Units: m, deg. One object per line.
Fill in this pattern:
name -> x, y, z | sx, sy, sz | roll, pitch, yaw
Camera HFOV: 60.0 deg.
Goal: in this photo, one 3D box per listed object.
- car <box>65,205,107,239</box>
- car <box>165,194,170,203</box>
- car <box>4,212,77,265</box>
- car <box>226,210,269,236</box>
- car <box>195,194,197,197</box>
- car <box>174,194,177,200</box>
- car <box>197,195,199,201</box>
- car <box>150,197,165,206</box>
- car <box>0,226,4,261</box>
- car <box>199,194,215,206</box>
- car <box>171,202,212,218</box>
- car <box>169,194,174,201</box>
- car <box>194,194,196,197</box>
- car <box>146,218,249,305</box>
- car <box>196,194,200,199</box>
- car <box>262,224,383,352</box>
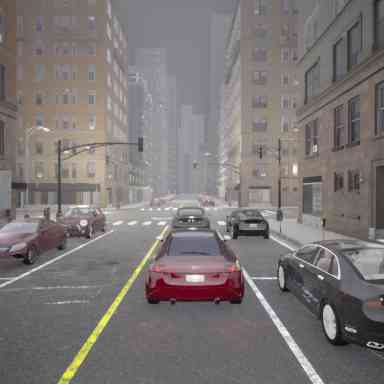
car -> -5.752, 1.441, 17.118 | 1.967, 1.590, 4.097 | 0, 0, 0
car -> -5.937, 1.606, 65.037 | 2.008, 1.369, 4.403 | 0, 0, 0
car -> -5.725, 1.582, 11.617 | 1.802, 1.307, 4.206 | 0, 0, 0
car -> 2.773, 1.566, 17.160 | 1.947, 1.339, 4.313 | 0, 0, 0
car -> 2.517, 1.559, 86.704 | 1.967, 1.590, 4.097 | 0, 0, 0
car -> -6.025, 1.456, 92.081 | 2.192, 1.841, 5.009 | 0, 0, 0
car -> 2.588, 1.606, 65.068 | 2.008, 1.369, 4.403 | 0, 0, 0
car -> -5.903, 1.617, 54.221 | 1.802, 1.307, 4.206 | 0, 0, 0
car -> -5.697, 1.566, 6.115 | 1.947, 1.339, 4.313 | 0, 0, 0
car -> 2.621, 1.475, 54.250 | 1.967, 1.590, 4.097 | 0, 0, 0
car -> -0.046, 1.505, 17.069 | 1.837, 1.490, 4.892 | 0, 0, 0
car -> -5.989, 1.625, 81.093 | 1.752, 1.417, 4.829 | 0, 0, 0
car -> 2.499, 1.456, 92.113 | 2.192, 1.841, 5.009 | 0, 0, 0
car -> 0.042, 1.564, 8.156 | 1.994, 1.385, 4.181 | 0, 0, -1
car -> 2.552, 1.523, 75.886 | 1.967, 1.590, 4.097 | 0, 0, 0
car -> 2.828, 1.550, 6.158 | 2.008, 1.369, 4.403 | 0, 0, 0
